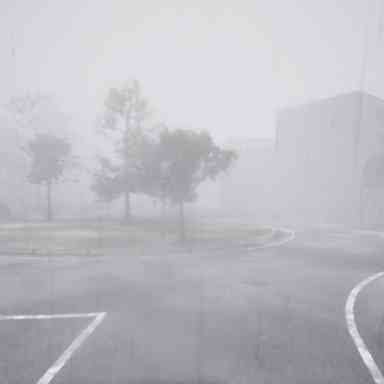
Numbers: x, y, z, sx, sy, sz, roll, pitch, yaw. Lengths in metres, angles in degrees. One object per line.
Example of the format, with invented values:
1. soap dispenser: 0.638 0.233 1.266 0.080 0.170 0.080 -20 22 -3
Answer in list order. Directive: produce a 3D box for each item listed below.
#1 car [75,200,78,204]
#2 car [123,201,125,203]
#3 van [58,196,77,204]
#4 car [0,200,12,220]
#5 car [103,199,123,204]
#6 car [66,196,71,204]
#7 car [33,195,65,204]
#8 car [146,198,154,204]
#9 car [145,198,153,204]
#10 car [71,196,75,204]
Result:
1. car: -32.977 2.284 85.317 5.366 1.575 1.946 1 -2 -7
2. car: -20.679 2.493 88.929 5.366 1.575 1.946 1 -2 -7
3. van: -33.004 2.175 88.134 4.442 1.987 1.878 1 -2 -7
4. car: -16.797 1.351 26.076 2.097 1.767 4.553 0 -1 38
5. car: -19.454 1.823 76.858 5.566 2.045 2.435 1 -2 -7
6. car: -31.778 1.750 77.035 5.566 2.045 2.435 1 -2 -7
7. car: -31.111 1.602 71.615 5.566 2.045 2.435 1 -2 -7
8. car: -11.679 2.491 92.775 2.097 1.767 4.553 1 -3 -6
9. car: -10.039 2.143 78.296 1.882 1.535 5.008 1 -2 -6
10. car: -32.664 2.186 82.676 5.366 1.575 1.946 1 -2 -7
